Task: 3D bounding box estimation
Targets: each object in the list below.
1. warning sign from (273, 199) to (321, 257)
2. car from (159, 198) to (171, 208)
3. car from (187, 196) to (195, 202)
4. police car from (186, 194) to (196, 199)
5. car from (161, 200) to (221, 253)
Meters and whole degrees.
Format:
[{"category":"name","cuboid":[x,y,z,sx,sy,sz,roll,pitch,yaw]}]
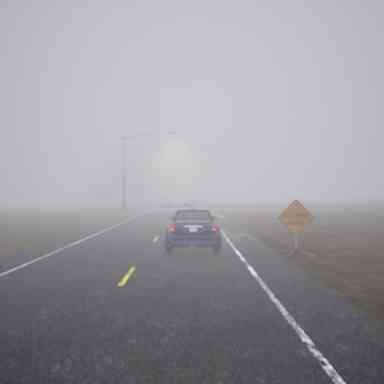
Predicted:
[{"category":"warning sign","cuboid":[3.539,1.163,11.314,1.300,1.860,1.060,0,0,0]},{"category":"car","cuboid":[-3.976,1.719,51.733,1.882,1.535,5.008,0,0,-1]},{"category":"car","cuboid":[-0.277,1.947,91.367,1.882,1.535,5.008,0,0,-2]},{"category":"police car","cuboid":[0.009,1.834,81.472,1.930,1.638,5.238,0,0,-2]},{"category":"car","cuboid":[0.046,1.412,14.224,2.097,1.767,4.553,0,0,0]}]
